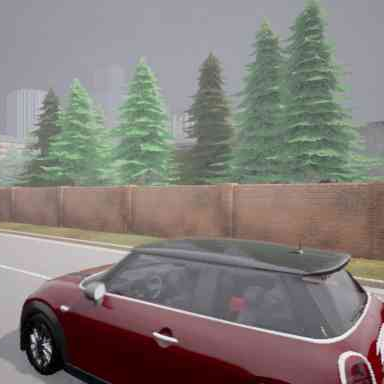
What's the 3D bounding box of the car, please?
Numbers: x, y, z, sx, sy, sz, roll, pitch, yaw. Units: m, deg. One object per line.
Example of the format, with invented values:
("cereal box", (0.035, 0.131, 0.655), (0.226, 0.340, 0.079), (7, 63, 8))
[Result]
("car", (-0.103, 1.352, 4.060), (4.553, 1.767, 2.097), (0, 0, 35))
